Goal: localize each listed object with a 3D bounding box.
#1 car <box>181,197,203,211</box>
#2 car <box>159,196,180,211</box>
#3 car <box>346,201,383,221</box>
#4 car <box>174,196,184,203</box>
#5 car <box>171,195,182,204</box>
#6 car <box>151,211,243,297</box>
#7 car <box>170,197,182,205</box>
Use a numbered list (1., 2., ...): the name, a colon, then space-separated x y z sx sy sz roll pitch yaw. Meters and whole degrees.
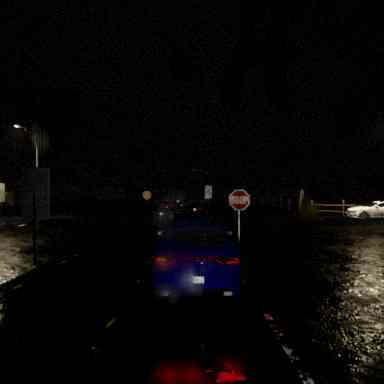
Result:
1. car: 0.106 1.483 36.123 1.837 1.490 4.892 -2 0 -4
2. car: -2.854 1.537 40.101 1.994 1.385 4.181 0 0 0
3. car: 14.602 1.438 26.038 4.674 1.442 1.812 0 1 2
4. car: -2.776 1.526 70.303 1.895 1.301 4.718 0 0 0
5. car: -2.849 1.312 50.034 2.097 1.767 4.553 0 0 0
6. car: 0.086 1.475 8.627 1.882 1.535 5.008 0 0 0
7. car: -2.842 1.547 59.979 1.895 1.301 4.718 0 0 0
